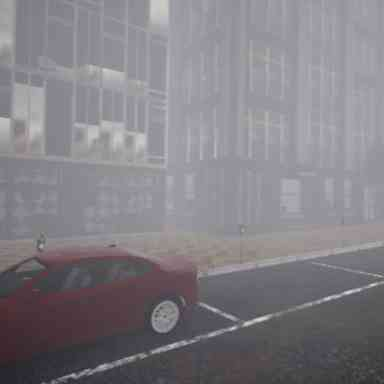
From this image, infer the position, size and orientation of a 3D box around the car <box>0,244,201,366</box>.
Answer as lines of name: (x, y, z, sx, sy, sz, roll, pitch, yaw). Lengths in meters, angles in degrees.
car: (-1.945, 1.557, 5.157, 4.507, 1.381, 1.887, 1, 0, -35)
